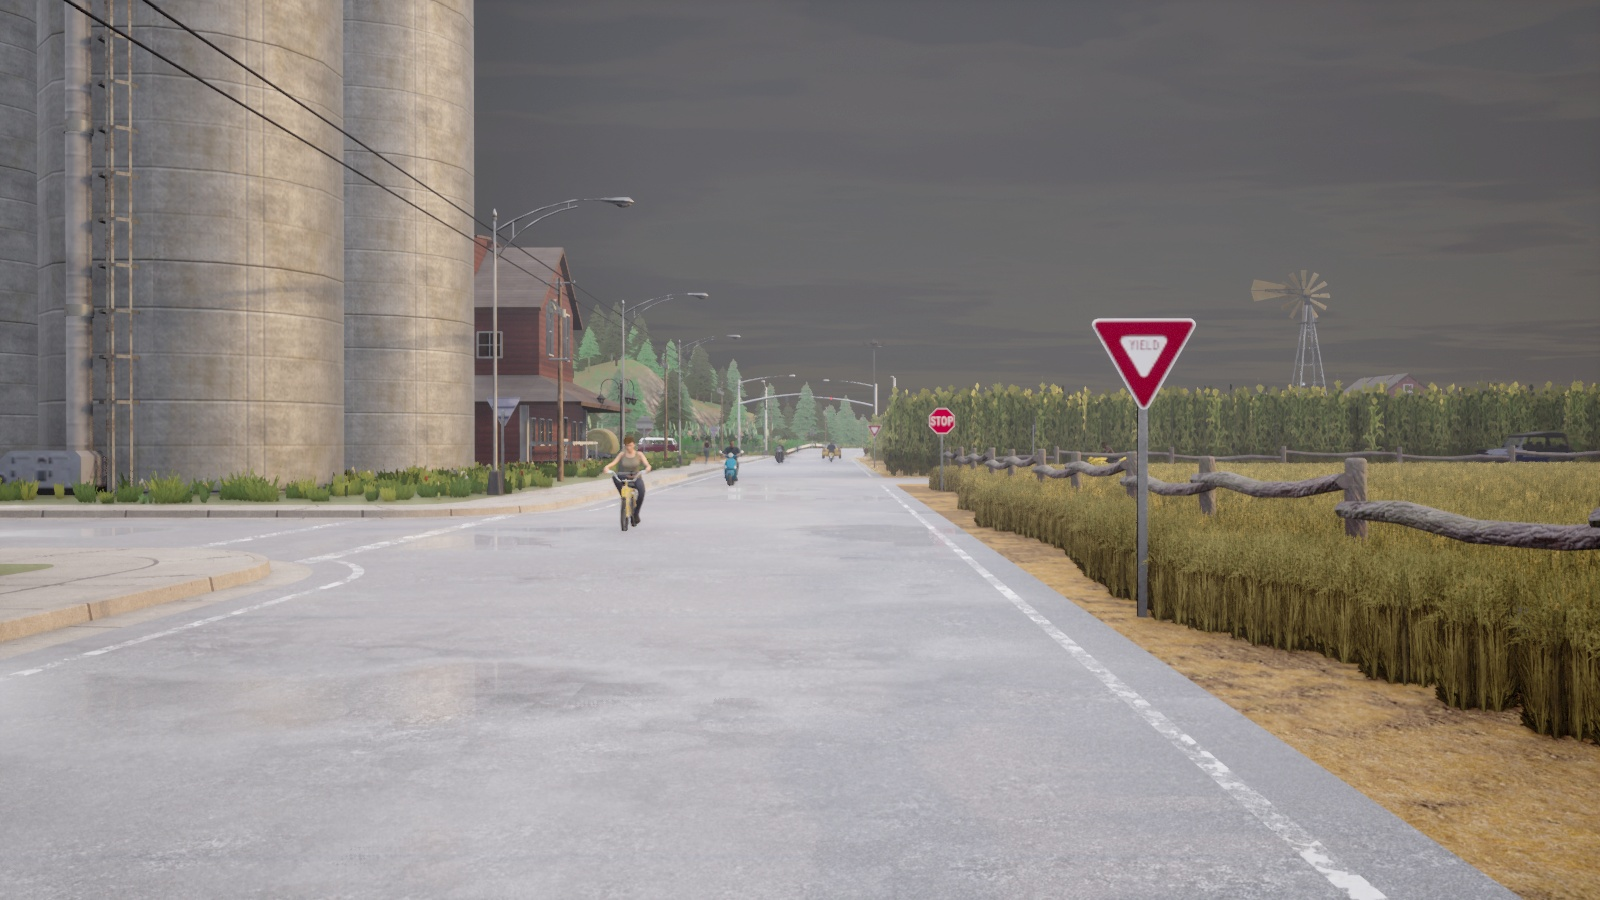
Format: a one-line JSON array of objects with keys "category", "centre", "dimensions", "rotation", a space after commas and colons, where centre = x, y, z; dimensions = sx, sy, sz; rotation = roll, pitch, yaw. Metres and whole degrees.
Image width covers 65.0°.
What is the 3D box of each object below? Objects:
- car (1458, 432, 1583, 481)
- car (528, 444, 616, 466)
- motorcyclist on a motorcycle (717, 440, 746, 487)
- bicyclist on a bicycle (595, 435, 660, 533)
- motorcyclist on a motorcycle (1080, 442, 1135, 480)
[{"category": "car", "centre": [28.750, 0.254, 50.188], "dimensions": [3.866, 1.878, 1.905], "rotation": [0, 0, 2]}, {"category": "car", "centre": [-14.814, 0.292, 81.852], "dimensions": [5.357, 1.411, 2.033], "rotation": [0, 0, 1]}, {"category": "motorcyclist on a motorcycle", "centre": [-2.397, 0.450, 43.834], "dimensions": [0.866, 1.590, 1.817], "rotation": [0, 0, 1]}, {"category": "bicyclist on a bicycle", "centre": [-2.951, 0.559, 21.566], "dimensions": [0.866, 1.612, 1.509], "rotation": [0, 0, 2]}, {"category": "motorcyclist on a motorcycle", "centre": [12.381, 0.452, 50.640], "dimensions": [2.044, 1.523, 0.797], "rotation": [0, 0, 2]}]
